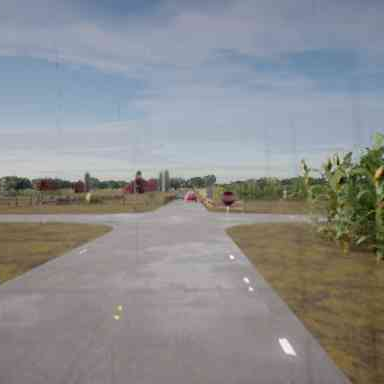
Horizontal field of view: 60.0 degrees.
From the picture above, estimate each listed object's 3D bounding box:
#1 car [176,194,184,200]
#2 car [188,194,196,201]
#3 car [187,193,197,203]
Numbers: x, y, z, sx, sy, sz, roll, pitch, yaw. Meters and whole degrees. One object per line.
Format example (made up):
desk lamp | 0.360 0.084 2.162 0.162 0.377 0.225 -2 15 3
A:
car | -2.751 1.224 79.701 2.033 1.411 5.357 0 0 0
car | -0.001 1.335 84.684 2.097 1.767 4.553 0 0 0
car | -0.001 1.281 74.323 2.150 2.045 5.566 0 0 0
